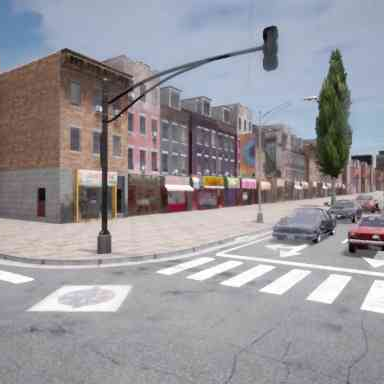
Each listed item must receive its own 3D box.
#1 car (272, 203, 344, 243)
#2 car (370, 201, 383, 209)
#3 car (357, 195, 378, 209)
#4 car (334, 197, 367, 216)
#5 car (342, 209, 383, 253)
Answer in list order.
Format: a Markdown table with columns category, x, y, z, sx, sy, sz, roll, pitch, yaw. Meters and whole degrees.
| category | x | y | z | sx | sy | sz | roll | pitch | yaw |
| --- | --- | --- | --- | --- | --- | --- | --- | --- | --- |
| car | 5.619 | 1.480 | 16.068 | 2.033 | 1.411 | 5.357 | 0 | 0 | 34 |
| car | 12.293 | 1.430 | 20.087 | 1.994 | 1.385 | 4.181 | 0 | 1 | 34 |
| car | 16.948 | 1.068 | 32.599 | 2.097 | 1.767 | 4.553 | 0 | 1 | 35 |
| car | 11.158 | 1.341 | 24.179 | 1.837 | 1.490 | 4.892 | 0 | 1 | 34 |
| car | 7.330 | 1.545 | 12.814 | 1.895 | 1.301 | 4.718 | 0 | 0 | 34 |
